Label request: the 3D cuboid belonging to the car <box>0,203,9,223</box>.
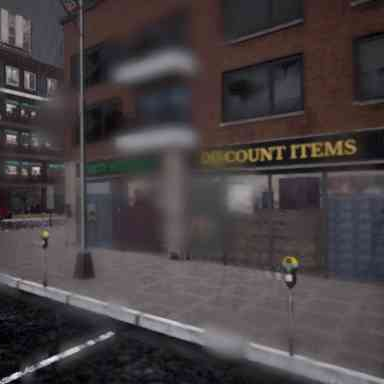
[{"bbox_3d":[-19.131,1.939,29.758,2.192,1.841,5.009,-2,-2,35],"label":"car"}]
